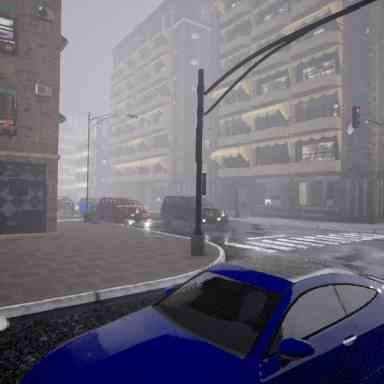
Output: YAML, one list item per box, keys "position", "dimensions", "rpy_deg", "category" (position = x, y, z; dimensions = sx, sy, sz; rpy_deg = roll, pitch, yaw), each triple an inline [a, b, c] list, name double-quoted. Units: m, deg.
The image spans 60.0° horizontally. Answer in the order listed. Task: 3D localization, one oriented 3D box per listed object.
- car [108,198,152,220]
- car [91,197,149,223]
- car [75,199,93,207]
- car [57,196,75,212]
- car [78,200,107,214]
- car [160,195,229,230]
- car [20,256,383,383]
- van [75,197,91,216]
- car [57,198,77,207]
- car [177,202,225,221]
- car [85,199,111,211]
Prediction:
- position: [-5.596, 1.410, 29.647]
  dimensions: [2.097, 1.767, 4.553]
  rpy_deg: [1, -1, -35]
  category: "car"
- position: [-5.615, 1.309, 25.412]
  dimensions: [2.192, 1.841, 5.009]
  rpy_deg: [1, -1, -35]
  category: "car"
- position: [-18.587, 1.866, 57.239]
  dimensions: [1.802, 1.307, 4.206]
  rpy_deg: [1, -1, -35]
  category: "car"
- position: [-15.310, 1.368, 39.044]
  dimensions: [2.192, 1.841, 5.009]
  rpy_deg: [1, -1, -35]
  category: "car"
- position: [-11.332, 1.657, 37.731]
  dimensions: [1.994, 1.385, 4.181]
  rpy_deg: [1, -1, -35]
  category: "car"
- position: [-0.023, 1.249, 21.802]
  dimensions: [2.150, 2.045, 5.566]
  rpy_deg: [1, -1, -36]
  category: "car"
- position: [0.716, 1.526, 3.585]
  dimensions: [4.674, 1.442, 1.812]
  rpy_deg: [0, 0, -36]
  category: "car"
- position: [-8.848, 1.354, 29.956]
  dimensions: [1.690, 1.788, 3.998]
  rpy_deg: [1, -1, -35]
  category: "van"
- position: [-21.550, 1.787, 57.161]
  dimensions: [2.033, 1.411, 5.357]
  rpy_deg: [1, -1, -35]
  category: "car"
- position: [0.703, 1.685, 30.116]
  dimensions: [1.752, 1.417, 4.829]
  rpy_deg: [1, -1, -35]
  category: "car"
- position: [-12.709, 1.704, 44.728]
  dimensions: [1.812, 1.442, 4.674]
  rpy_deg: [1, -1, -35]
  category: "car"
